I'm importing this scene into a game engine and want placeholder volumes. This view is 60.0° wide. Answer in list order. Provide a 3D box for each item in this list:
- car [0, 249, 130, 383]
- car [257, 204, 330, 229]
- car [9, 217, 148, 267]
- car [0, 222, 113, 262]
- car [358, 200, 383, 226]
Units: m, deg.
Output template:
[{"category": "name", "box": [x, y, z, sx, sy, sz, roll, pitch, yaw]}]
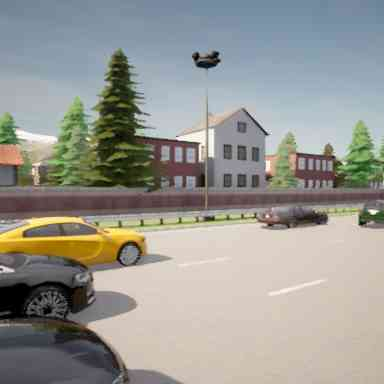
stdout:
[{"category": "car", "box": [-2.722, 1.496, 1.805, 4.902, 1.511, 2.128, 0, 0, -35]}, {"category": "car", "box": [6.543, 1.495, 21.304, 5.357, 1.411, 2.033, 0, 0, -35]}, {"category": "car", "box": [-3.704, 1.471, 9.703, 5.008, 1.535, 1.882, 0, 0, -35]}, {"category": "car", "box": [-4.027, 1.493, 5.172, 4.902, 1.511, 2.128, 0, 0, -35]}, {"category": "car", "box": [12.739, 1.284, 21.423, 4.553, 1.767, 2.097, 0, 0, -35]}]
